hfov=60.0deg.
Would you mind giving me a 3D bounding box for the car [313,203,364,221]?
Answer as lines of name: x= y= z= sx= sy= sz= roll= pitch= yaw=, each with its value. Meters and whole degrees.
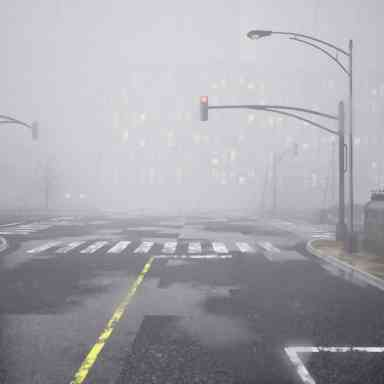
car: x=13.164 y=1.695 z=29.036 sx=4.892 sy=1.490 sz=1.837 roll=1 pitch=0 yaw=-1
